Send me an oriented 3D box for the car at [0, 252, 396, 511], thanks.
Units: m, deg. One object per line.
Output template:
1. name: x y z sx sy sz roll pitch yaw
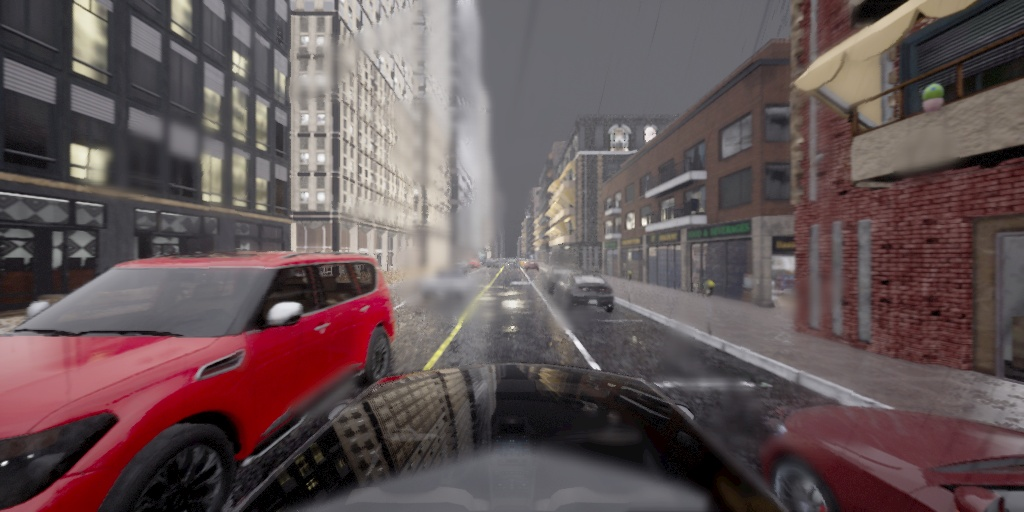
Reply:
1. car: -3.094 0.970 4.006 2.150 2.045 5.566 0 0 1

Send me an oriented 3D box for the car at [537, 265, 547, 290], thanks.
1. car: 2.687 1.295 19.564 2.007 1.370 4.403 0 0 0

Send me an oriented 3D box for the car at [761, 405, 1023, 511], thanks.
1. car: 2.740 1.332 0.999 1.802 1.307 4.207 0 0 0

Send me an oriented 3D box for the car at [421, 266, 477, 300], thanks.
1. car: -3.082 1.346 17.843 1.895 1.301 4.718 0 0 0

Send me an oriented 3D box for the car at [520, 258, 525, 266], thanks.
1. car: 2.680 1.185 53.456 1.967 1.591 4.097 0 0 0

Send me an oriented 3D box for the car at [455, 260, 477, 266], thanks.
1. car: -5.698 1.294 42.156 2.007 1.370 4.403 0 0 0

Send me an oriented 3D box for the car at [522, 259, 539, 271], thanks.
1. car: 2.681 1.326 47.807 1.802 1.307 4.207 0 0 0

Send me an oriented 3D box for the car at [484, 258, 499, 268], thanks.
1. car: -3.067 1.310 58.044 1.994 1.385 4.181 0 0 0

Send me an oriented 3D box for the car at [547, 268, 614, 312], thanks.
1. car: 2.687 1.297 13.916 2.007 1.370 4.403 0 0 0

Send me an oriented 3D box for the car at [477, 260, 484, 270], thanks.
1. car: -5.701 1.290 53.454 1.888 1.381 4.507 0 0 0
